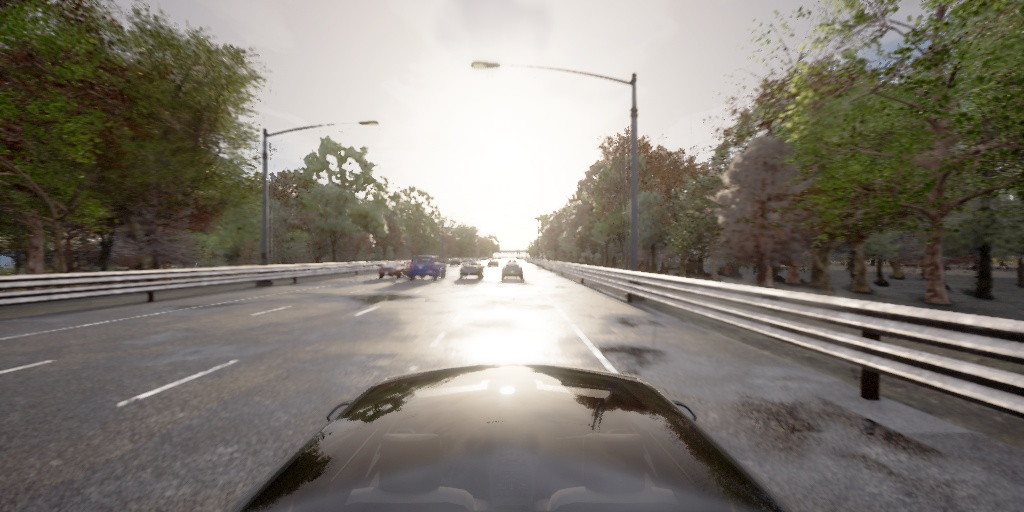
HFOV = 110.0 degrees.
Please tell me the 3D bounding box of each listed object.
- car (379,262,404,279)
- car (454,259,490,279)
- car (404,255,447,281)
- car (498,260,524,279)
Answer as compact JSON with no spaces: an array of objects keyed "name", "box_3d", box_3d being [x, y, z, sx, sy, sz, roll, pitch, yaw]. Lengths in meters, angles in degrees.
[{"name":"car","box_3d":[-10.458,1.261,32.252,1.812,1.442,4.674,0,0,1]},{"name":"car","box_3d":[-3.459,1.228,31.848,2.128,1.511,4.902,0,0,1]},{"name":"car","box_3d":[-6.978,0.960,30.110,2.150,2.045,5.566,0,0,1]},{"name":"car","box_3d":[0.041,1.302,32.298,1.994,1.385,4.181,0,0,1]}]
